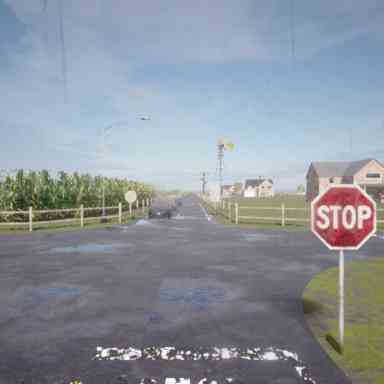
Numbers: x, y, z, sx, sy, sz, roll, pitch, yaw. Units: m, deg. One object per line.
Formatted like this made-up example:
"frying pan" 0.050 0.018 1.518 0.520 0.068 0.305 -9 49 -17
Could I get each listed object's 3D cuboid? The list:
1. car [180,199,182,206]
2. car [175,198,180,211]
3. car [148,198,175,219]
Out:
"car" -2.711 1.603 54.446 1.994 1.385 4.181 0 0 0
"car" -2.760 1.549 40.483 1.812 1.442 4.674 0 0 0
"car" -2.754 1.490 29.578 1.882 1.535 5.008 0 0 -1
